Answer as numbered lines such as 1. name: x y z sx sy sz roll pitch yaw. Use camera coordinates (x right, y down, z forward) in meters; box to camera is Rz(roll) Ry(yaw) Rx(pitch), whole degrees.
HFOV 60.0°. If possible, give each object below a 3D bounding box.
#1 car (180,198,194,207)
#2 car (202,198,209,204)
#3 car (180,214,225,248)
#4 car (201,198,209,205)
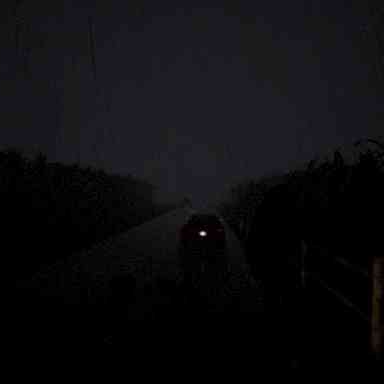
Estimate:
1. car: -0.782 1.679 49.808 1.837 1.490 4.892 2 -1 2
2. car: 3.670 2.519 90.654 1.837 1.490 4.892 2 -1 2
3. car: 0.538 1.725 15.834 1.994 1.385 4.181 2 -1 2
4. car: 3.233 2.453 80.267 2.128 1.511 4.902 2 -1 2
